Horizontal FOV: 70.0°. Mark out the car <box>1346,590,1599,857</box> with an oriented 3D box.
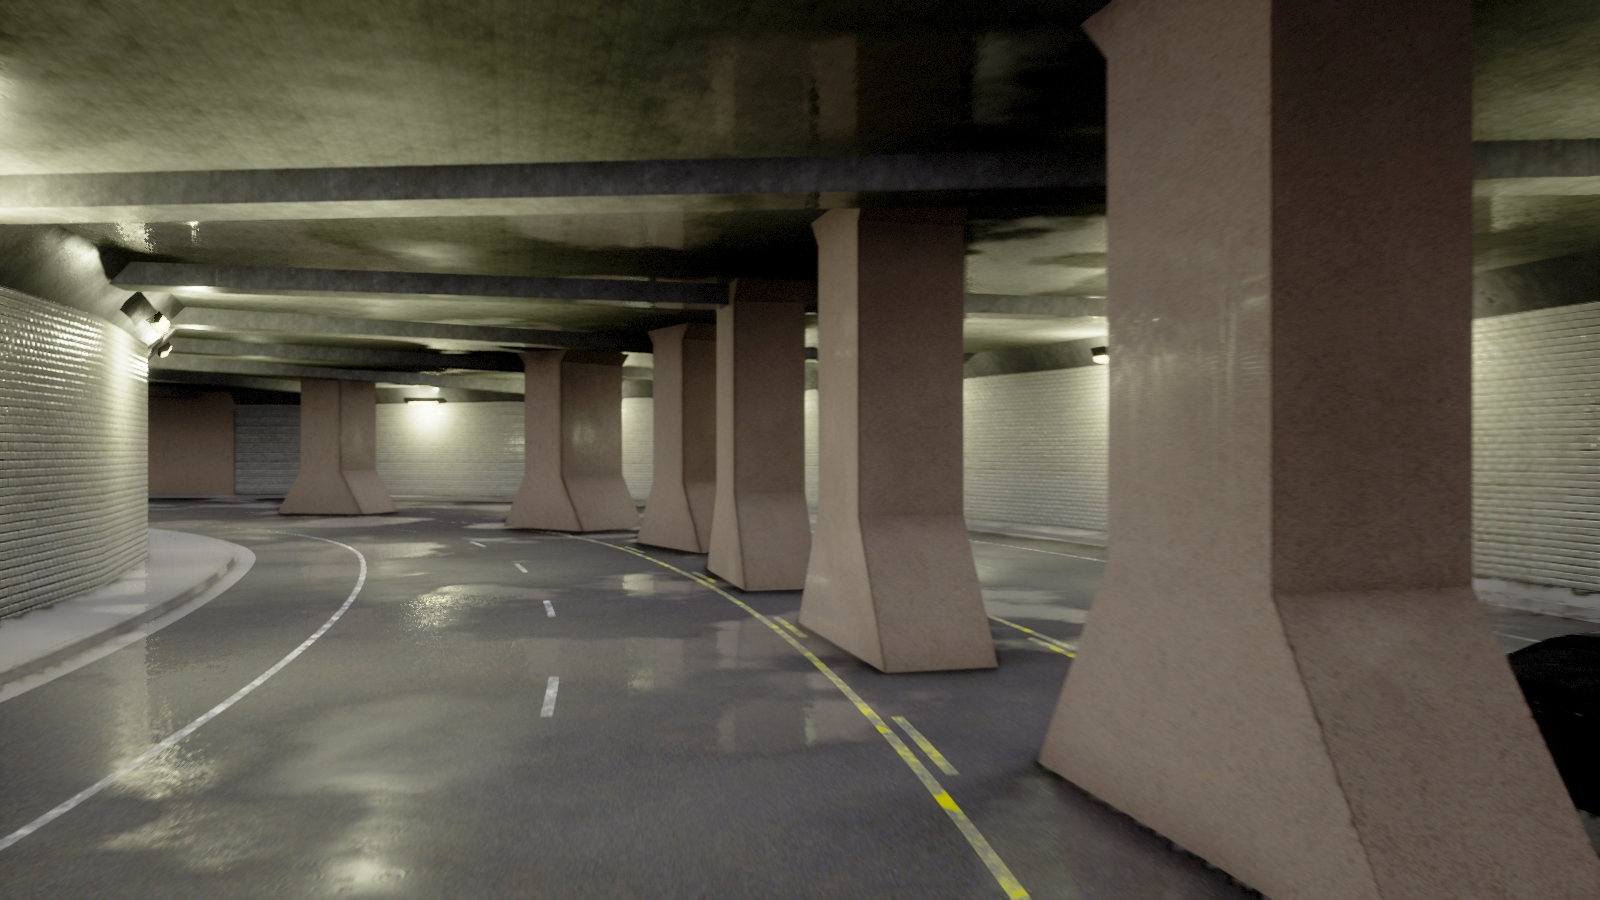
[{"bbox_3d":[6.427,2.078,8.647,2.002,1.442,4.674,0,0,-6],"label":"car"}]
